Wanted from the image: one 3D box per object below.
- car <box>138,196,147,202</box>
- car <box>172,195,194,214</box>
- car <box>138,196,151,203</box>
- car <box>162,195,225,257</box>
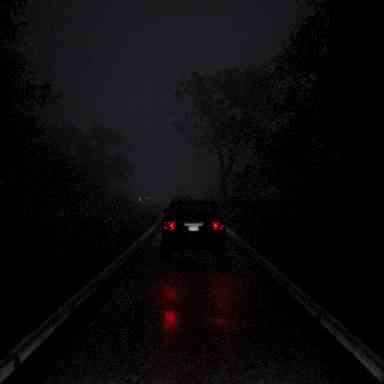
[{"bbox_3d":[-12.222,1.726,81.846,1.895,1.301,4.718,0,0,-15],"label":"car"},{"bbox_3d":[-1.144,1.353,38.190,2.150,2.045,5.566,0,0,-5],"label":"car"},{"bbox_3d":[-10.416,1.586,74.639,2.128,1.511,4.902,0,0,-15],"label":"car"},{"bbox_3d":[0.028,1.267,13.199,2.150,2.045,5.566,0,0,-1],"label":"car"}]
